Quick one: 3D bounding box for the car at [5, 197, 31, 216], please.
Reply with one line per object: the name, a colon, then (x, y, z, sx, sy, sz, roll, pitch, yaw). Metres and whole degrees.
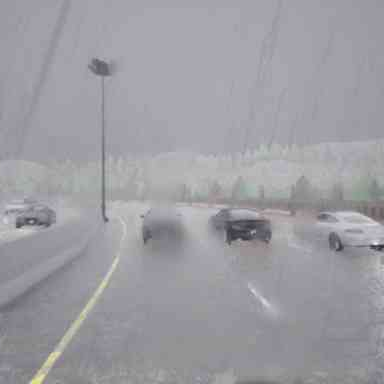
car: (-17.665, 1.546, 33.654, 1.812, 1.442, 4.674, 0, 0, -23)

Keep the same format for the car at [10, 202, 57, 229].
car: (-10.059, 1.572, 21.753, 1.994, 1.385, 4.181, 0, 0, -15)

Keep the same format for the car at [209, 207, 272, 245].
car: (2.094, 1.448, 15.653, 1.882, 1.535, 5.008, 0, 0, -9)

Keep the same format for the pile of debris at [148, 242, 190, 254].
pile of debris: (-0.952, 2.161, 12.943, 1.500, 0.140, 1.860, 0, 0, -8)

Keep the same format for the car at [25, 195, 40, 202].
car: (-28.185, 1.386, 58.232, 2.097, 1.767, 4.553, 0, 0, -38)

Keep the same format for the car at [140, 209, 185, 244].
car: (-1.459, 1.509, 15.851, 1.812, 1.442, 4.674, 0, 0, -10)

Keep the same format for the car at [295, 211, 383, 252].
car: (5.928, 1.485, 13.568, 1.812, 1.442, 4.674, 0, 0, -8)
